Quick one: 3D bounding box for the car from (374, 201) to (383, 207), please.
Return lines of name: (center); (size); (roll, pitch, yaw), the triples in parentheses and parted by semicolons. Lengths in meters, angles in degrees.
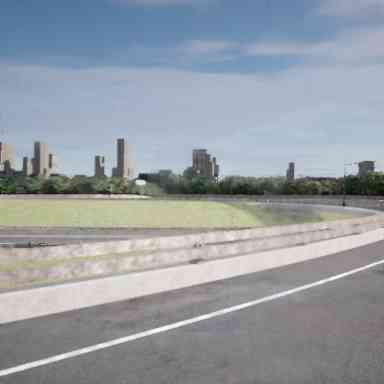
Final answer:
car: (39.492, 2.570, 69.100); (1.837, 1.490, 4.892); (0, -1, 9)
